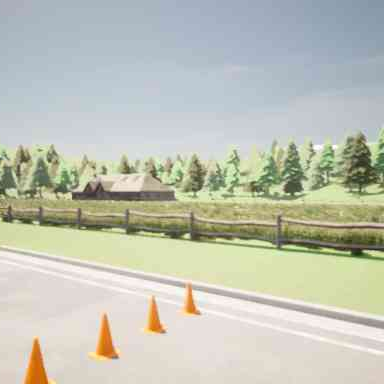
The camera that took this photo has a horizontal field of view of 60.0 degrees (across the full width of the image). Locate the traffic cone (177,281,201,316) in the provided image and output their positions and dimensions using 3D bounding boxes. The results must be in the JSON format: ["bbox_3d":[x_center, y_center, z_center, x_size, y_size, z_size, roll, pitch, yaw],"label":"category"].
[{"bbox_3d":[-0.061,1.971,6.284,0.340,0.580,0.340,0,0,36],"label":"traffic cone"}]

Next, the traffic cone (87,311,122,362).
[{"bbox_3d":[-1.223,1.969,4.656,0.340,0.580,0.340,0,0,36],"label":"traffic cone"}]

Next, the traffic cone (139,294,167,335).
[{"bbox_3d":[-0.642,1.970,5.470,0.340,0.580,0.340,0,0,36],"label":"traffic cone"}]

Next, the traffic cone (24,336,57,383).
[{"bbox_3d":[-1.804,1.969,3.842,0.340,0.580,0.340,0,0,36],"label":"traffic cone"}]
